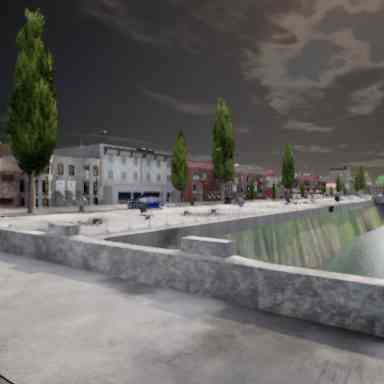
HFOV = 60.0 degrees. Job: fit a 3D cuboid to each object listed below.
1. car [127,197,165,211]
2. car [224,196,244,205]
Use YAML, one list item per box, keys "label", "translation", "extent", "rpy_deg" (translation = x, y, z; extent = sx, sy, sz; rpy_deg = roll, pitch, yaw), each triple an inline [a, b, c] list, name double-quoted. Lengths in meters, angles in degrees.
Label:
- label: "car"
  translation: [-5.208, 1.307, 37.977]
  extent: [1.882, 1.535, 5.008]
  rpy_deg: [0, 0, 35]
- label: "car"
  translation: [6.943, 1.397, 54.890]
  extent: [1.994, 1.385, 4.181]
  rpy_deg: [0, 0, 36]
